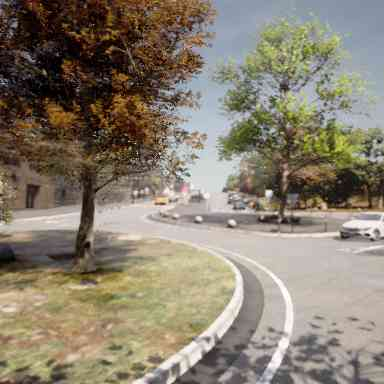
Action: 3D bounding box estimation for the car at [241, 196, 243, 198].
[{"bbox_3d":[14.293,2.126,76.681,4.674,1.452,2.002,1,1,3],"label":"car"}]

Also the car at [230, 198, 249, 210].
[{"bbox_3d":[8.288,2.314,58.800,2.033,1.411,5.357,1,1,4],"label":"car"}]

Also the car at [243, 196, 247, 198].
[{"bbox_3d":[14.005,2.150,71.137,5.008,1.535,2.097,1,1,3],"label":"car"}]

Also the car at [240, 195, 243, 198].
[{"bbox_3d":[14.439,2.053,79.452,5.008,1.535,2.097,1,1,3],"label":"car"}]

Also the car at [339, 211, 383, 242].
[{"bbox_3d":[10.100,1.820,18.389,4.674,1.442,1.812,0,-1,-34],"label":"car"}]

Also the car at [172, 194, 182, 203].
[{"bbox_3d":[-4.359,1.868,80.694,2.128,1.511,4.902,1,1,3],"label":"car"}]

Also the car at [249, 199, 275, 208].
[{"bbox_3d":[13.730,2.246,65.595,4.792,1.488,2.163,1,1,3],"label":"car"}]

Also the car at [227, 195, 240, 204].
[{"bbox_3d":[9.189,2.081,76.403,2.128,1.511,4.902,1,1,3],"label":"car"}]

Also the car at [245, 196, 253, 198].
[{"bbox_3d":[13.844,2.184,68.366,4.892,1.521,2.231,1,1,3],"label":"car"}]

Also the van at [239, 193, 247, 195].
[{"bbox_3d":[14.860,1.765,84.986,4.442,1.987,1.878,1,1,3],"label":"van"}]

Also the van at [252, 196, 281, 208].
[{"bbox_3d":[13.141,2.090,57.286,4.442,1.987,1.878,1,1,3],"label":"van"}]

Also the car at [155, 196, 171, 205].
[{"bbox_3d":[-5.352,1.621,60.658,2.097,1.767,4.553,1,-7,3],"label":"car"}]

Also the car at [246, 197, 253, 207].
[{"bbox_3d":[13.367,2.245,62.835,5.366,1.575,1.946,1,1,3],"label":"car"}]

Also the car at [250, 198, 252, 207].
[{"bbox_3d":[13.434,2.313,60.051,4.792,1.488,2.163,1,1,3],"label":"car"}]

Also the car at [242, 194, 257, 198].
[{"bbox_3d":[14.180,1.993,73.905,4.553,1.767,2.185,1,1,3],"label":"car"}]
